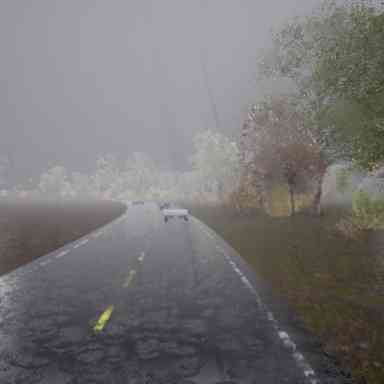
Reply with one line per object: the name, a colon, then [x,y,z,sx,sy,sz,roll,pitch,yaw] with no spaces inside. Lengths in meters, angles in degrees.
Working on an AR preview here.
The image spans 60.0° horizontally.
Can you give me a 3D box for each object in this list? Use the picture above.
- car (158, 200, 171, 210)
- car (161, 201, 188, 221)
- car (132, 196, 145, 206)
car: [-3.483,1.722,44.021,1.895,1.301,4.718,0,0,-9]
car: [-1.448,1.679,28.365,1.895,1.301,4.718,0,0,-6]
car: [-9.764,1.521,60.485,2.097,1.767,4.553,0,0,-12]
